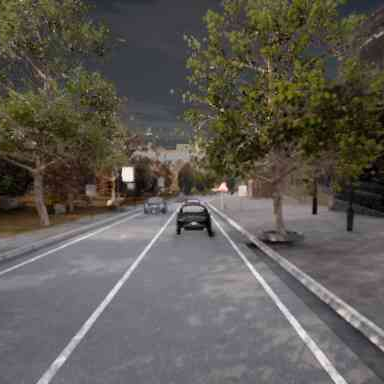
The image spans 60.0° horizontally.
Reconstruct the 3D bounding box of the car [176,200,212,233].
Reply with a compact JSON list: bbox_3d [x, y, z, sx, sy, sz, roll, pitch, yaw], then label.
[{"bbox_3d":[0.099,1.442,19.350,1.882,1.535,5.008,0,0,0],"label":"car"}]

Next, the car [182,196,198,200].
[{"bbox_3d":[0.109,1.456,37.676,1.812,1.442,4.674,0,0,0],"label":"car"}]

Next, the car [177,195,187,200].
[{"bbox_3d":[-2.138,1.241,75.843,1.895,1.301,4.718,1,1,8],"label":"car"}]

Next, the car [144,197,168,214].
[{"bbox_3d":[-3.596,1.290,33.663,2.097,1.767,4.553,0,0,0],"label":"car"}]
